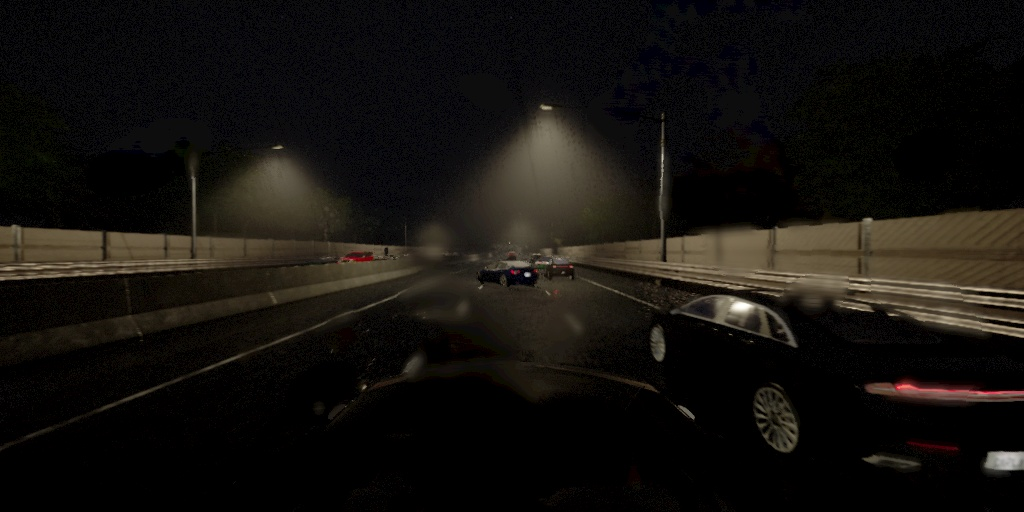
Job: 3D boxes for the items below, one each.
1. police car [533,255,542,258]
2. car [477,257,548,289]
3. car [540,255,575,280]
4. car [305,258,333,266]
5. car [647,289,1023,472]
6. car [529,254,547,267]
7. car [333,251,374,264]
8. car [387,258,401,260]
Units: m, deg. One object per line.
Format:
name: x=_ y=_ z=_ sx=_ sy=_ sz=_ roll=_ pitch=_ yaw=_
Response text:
police car: x=3.508 y=0.807 z=37.960 sx=2.038 sy=1.542 sz=4.974 roll=0 pitch=1 yaw=0
car: x=-0.364 y=1.009 z=21.030 sx=2.163 sy=1.488 sz=4.792 roll=-1 pitch=1 yaw=-31
car: x=3.506 y=0.925 z=26.957 sx=2.128 sy=1.511 sz=4.902 roll=0 pitch=1 yaw=0
car: x=-21.065 y=0.878 z=40.140 sx=1.895 sy=1.301 sz=4.718 roll=0 pitch=1 yaw=0
car: x=3.501 y=1.201 z=4.955 sx=2.128 sy=1.511 sz=4.902 roll=0 pitch=1 yaw=0
car: x=3.511 y=0.610 z=48.961 sx=2.033 sy=1.649 sz=4.856 roll=0 pitch=1 yaw=0
car: x=-17.567 y=0.489 z=40.793 sx=2.150 sy=2.045 sz=5.566 roll=0 pitch=1 yaw=0
car: x=-14.065 y=0.854 z=42.241 sx=1.895 sy=1.301 sz=4.718 roll=0 pitch=1 yaw=0
